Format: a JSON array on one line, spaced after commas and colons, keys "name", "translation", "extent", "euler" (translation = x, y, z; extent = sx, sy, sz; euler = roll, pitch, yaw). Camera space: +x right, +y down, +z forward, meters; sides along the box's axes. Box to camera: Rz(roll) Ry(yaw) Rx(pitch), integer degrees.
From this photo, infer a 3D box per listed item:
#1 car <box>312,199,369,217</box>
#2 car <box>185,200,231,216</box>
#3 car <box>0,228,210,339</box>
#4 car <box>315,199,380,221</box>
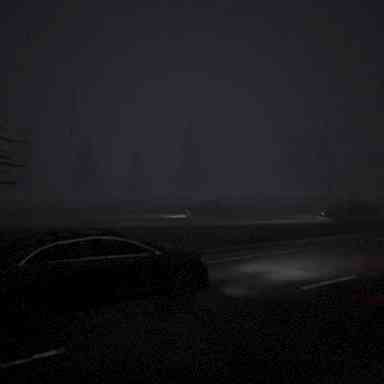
[{"name": "car", "translation": [13.485, 1.409, 30.215], "extent": [4.674, 1.442, 1.812], "euler": [0, 0, -17]}, {"name": "car", "translation": [1.469, 1.475, 30.692], "extent": [4.181, 1.385, 1.994], "euler": [0, 0, -12]}, {"name": "car", "translation": [-1.883, 1.478, 6.563], "extent": [4.902, 1.511, 2.128], "euler": [0, 0, -34]}, {"name": "car", "translation": [12.361, 1.388, 26.208], "extent": [4.902, 1.511, 2.128], "euler": [0, 0, -17]}]
